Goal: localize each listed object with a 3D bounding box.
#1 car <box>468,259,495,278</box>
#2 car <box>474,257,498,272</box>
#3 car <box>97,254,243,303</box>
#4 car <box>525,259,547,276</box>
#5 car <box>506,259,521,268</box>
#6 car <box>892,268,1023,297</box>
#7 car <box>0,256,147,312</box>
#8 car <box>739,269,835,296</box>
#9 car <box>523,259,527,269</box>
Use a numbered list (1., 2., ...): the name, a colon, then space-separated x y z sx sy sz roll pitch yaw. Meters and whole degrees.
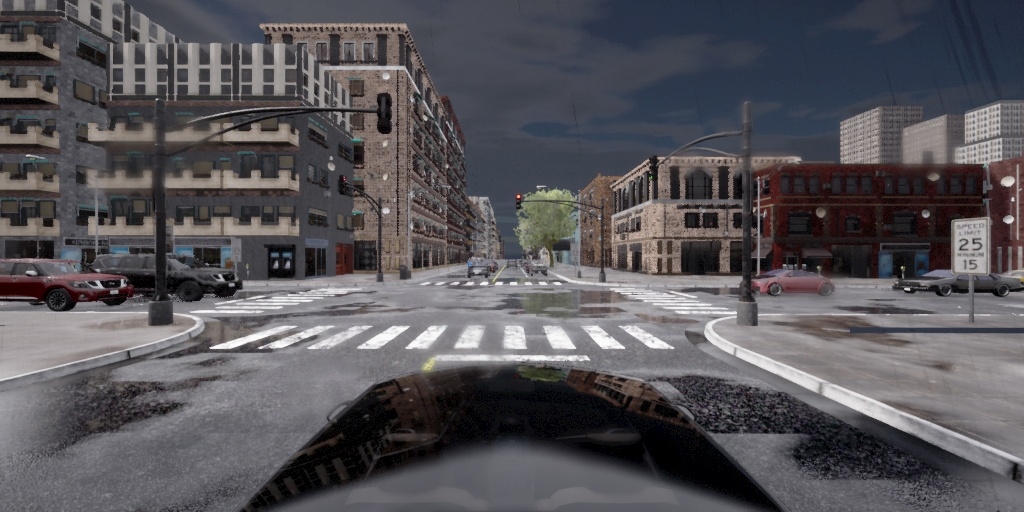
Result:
1. car: -3.105 1.266 34.360 2.128 1.511 4.902 0 0 0
2. car: -3.102 1.143 44.254 2.097 1.767 4.553 0 0 0
3. car: -15.318 0.926 15.950 5.566 2.045 2.150 0 0 -2
4. car: 2.687 1.330 37.010 2.007 1.370 4.403 0 0 0
5. car: -0.005 1.319 63.366 2.128 1.511 4.902 0 0 0
6. car: 24.018 1.412 19.376 5.357 1.411 2.033 0 0 0
7. car: -17.278 1.013 13.289 5.009 1.841 2.192 0 0 0
8. car: 14.717 1.387 19.308 4.181 1.385 1.994 0 0 0
9. car: 2.687 1.228 42.707 1.967 1.591 4.097 0 0 0
